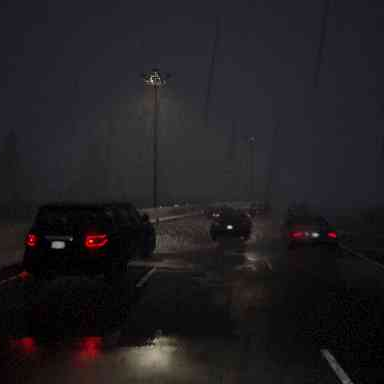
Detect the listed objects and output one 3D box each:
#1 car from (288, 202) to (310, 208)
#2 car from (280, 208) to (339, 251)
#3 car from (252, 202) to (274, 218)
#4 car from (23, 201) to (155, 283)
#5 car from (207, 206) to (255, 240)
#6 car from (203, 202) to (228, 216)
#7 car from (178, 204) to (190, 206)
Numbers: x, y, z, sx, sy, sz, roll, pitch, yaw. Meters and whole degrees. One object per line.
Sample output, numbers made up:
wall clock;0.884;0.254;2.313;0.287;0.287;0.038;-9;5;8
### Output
car;10.918;1.774;34.014;2.128;1.511;4.902;0;0;23
car;5.080;1.672;14.898;2.033;1.411;5.357;0;0;11
car;7.158;1.764;34.058;2.128;1.511;4.902;0;0;22
car;-2.679;1.291;10.072;2.150;2.045;5.566;0;0;6
car;2.225;1.705;18.085;1.994;1.385;4.181;0;0;11
car;2.824;1.852;32.701;1.895;1.301;4.718;0;0;20
car;-0.472;1.881;50.826;1.837;1.490;4.892;0;0;29
